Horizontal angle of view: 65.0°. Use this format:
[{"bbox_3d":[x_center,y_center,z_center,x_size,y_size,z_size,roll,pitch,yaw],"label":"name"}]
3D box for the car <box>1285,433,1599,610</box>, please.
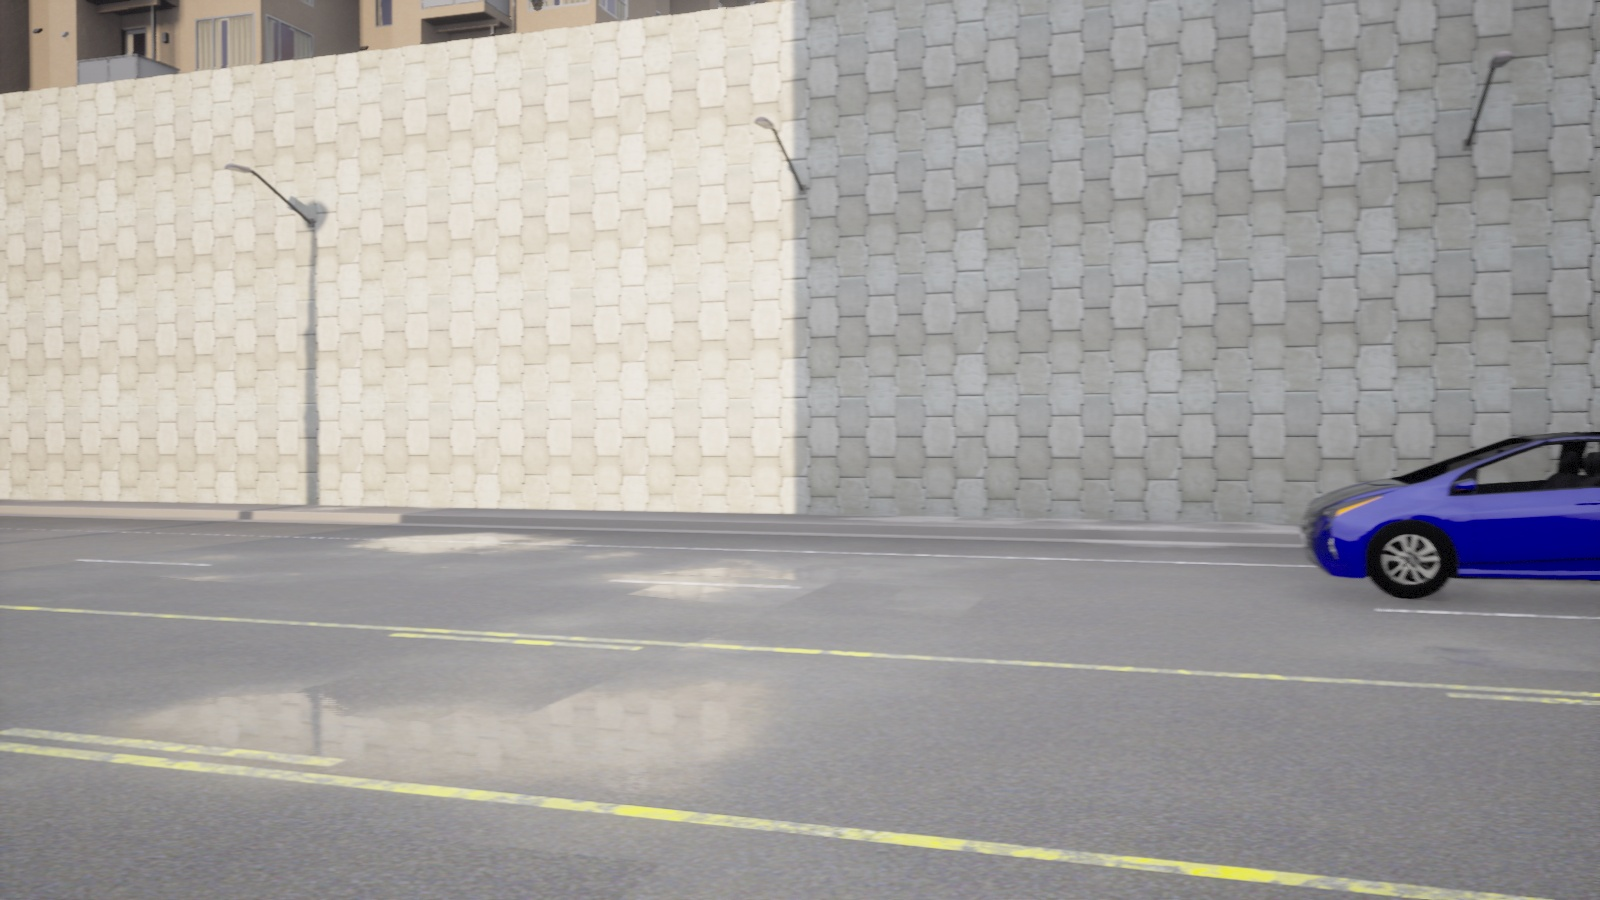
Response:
[{"bbox_3d":[7.089,0.609,11.885,4.514,1.525,2.007,0,1,17],"label":"car"}]
